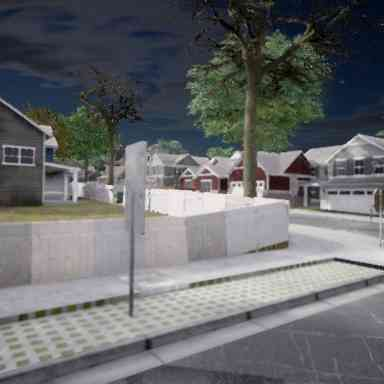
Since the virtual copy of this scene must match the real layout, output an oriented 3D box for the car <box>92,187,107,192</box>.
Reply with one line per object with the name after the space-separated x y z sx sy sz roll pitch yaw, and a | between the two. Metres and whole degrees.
-13.755 -0.297 49.970 2.033 1.411 5.357 1 1 -34 | car
